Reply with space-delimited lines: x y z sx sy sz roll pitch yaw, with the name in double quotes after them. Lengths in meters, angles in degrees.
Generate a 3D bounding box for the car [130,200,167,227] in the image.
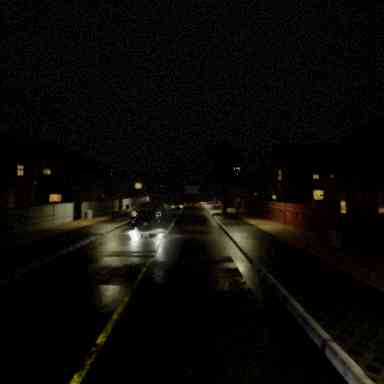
-2.857 1.387 22.738 2.097 1.767 4.553 0 0 0 "car"

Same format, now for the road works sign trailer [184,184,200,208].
-0.021 0.644 50.848 2.380 3.560 2.880 0 0 0 "road works sign trailer"

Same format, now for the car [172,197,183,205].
-2.795 1.764 64.278 1.882 1.535 5.008 0 -1 0 "car"
